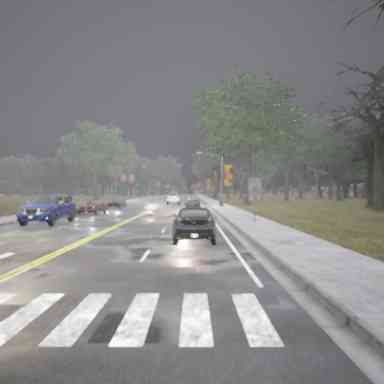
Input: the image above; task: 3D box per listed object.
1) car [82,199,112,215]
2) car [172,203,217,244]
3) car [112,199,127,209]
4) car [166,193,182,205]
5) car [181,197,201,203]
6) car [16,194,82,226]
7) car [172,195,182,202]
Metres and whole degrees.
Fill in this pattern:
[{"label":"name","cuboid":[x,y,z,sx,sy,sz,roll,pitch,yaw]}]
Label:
[{"label":"car","cuboid":[-9.776,1.527,32.938,1.895,1.301,4.718,0,0,1]},{"label":"car","cuboid":[0.100,1.466,15.605,1.837,1.490,4.892,0,0,0]},{"label":"car","cuboid":[-9.752,1.511,43.256,1.895,1.301,4.718,0,0,0]},{"label":"car","cuboid":[-3.171,1.109,56.490,2.150,2.045,5.566,0,0,-1]},{"label":"car","cuboid":[0.097,1.403,42.217,2.128,1.511,4.902,0,0,0]},{"label":"car","cuboid":[-9.835,1.167,23.055,2.150,2.045,5.566,0,0,1]},{"label":"car","cuboid":[-3.254,1.342,72.601,1.882,1.535,5.008,0,0,0]}]
